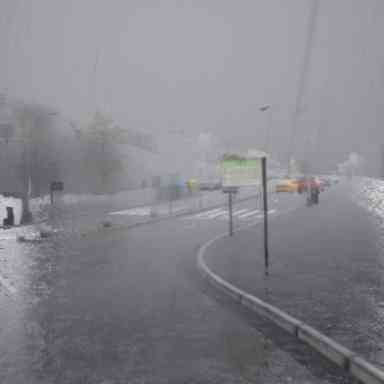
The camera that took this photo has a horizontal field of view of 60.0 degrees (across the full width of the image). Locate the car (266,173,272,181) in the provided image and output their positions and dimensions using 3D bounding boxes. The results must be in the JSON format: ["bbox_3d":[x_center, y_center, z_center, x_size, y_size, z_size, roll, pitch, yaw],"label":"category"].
[{"bbox_3d":[16.006,-3.178,80.471,5.008,1.535,2.097,-3,3,4],"label":"car"}]

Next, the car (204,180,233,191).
[{"bbox_3d":[4.519,-1.162,56.574,4.674,1.452,2.002,-3,3,9],"label":"car"}]

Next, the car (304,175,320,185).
[{"bbox_3d":[21.121,-2.109,58.442,2.033,1.411,5.357,-1,4,26],"label":"car"}]

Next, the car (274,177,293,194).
[{"bbox_3d":[11.758,-0.681,41.004,1.882,1.535,5.008,-1,4,30],"label":"car"}]

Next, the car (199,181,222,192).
[{"bbox_3d":[1.674,-0.709,51.397,4.792,1.488,2.163,-3,3,10],"label":"car"}]

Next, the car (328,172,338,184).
[{"bbox_3d":[23.612,-2.463,56.727,2.150,2.045,5.566,-1,4,26],"label":"car"}]

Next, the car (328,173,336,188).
[{"bbox_3d":[18.953,-1.442,47.780,2.128,1.511,4.902,-1,4,28],"label":"car"}]

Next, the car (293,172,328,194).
[{"bbox_3d":[13.837,-0.912,38.616,2.150,2.045,5.566,-1,4,31],"label":"car"}]

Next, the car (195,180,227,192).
[{"bbox_3d":[3.129,-0.972,53.969,4.892,1.521,2.231,-3,3,9],"label":"car"}]

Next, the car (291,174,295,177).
[{"bbox_3d":[16.793,-1.604,50.105,2.097,1.767,4.553,-1,4,28],"label":"car"}]
